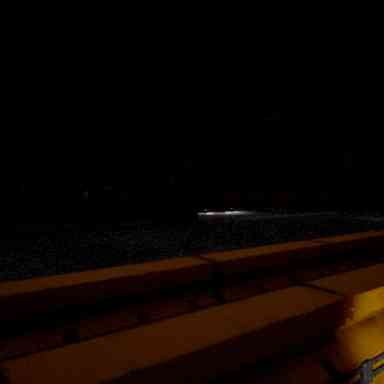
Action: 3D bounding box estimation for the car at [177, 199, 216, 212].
[{"bbox_3d":[-0.015,1.540,37.992,2.033,1.411,5.357,0,0,-36],"label":"car"}]

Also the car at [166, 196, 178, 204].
[{"bbox_3d":[-3.858,1.552,64.079,1.994,1.385,4.181,0,0,-6],"label":"car"}]

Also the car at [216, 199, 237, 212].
[{"bbox_3d":[2.966,1.539,39.840,2.033,1.411,5.357,0,0,-36],"label":"car"}]
